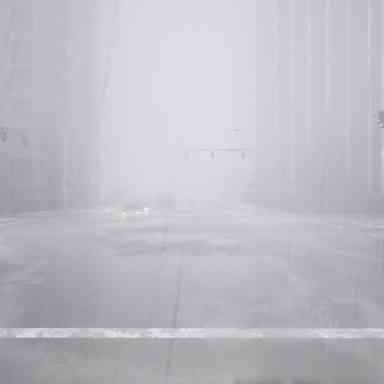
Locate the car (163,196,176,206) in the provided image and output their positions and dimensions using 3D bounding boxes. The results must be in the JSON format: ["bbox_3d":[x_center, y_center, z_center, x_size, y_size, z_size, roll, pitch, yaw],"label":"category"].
[{"bbox_3d":[-3.636,1.477,54.342,1.882,1.535,5.008,0,0,0],"label":"car"}]

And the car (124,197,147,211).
[{"bbox_3d":[-7.141,1.477,41.252,1.882,1.535,5.008,0,0,0],"label":"car"}]

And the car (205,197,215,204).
[{"bbox_3d":[3.433,1.601,65.003,1.895,1.301,4.718,0,0,0],"label":"car"}]

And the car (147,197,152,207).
[{"bbox_3d":[-7.139,1.491,50.739,2.128,1.511,4.902,0,0,0],"label":"car"}]

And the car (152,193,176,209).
[{"bbox_3d":[-3.644,1.221,44.346,2.150,2.045,5.566,0,0,0],"label":"car"}]

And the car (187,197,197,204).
[{"bbox_3d":[-0.067,1.601,65.539,1.895,1.301,4.718,0,0,0],"label":"car"}]
